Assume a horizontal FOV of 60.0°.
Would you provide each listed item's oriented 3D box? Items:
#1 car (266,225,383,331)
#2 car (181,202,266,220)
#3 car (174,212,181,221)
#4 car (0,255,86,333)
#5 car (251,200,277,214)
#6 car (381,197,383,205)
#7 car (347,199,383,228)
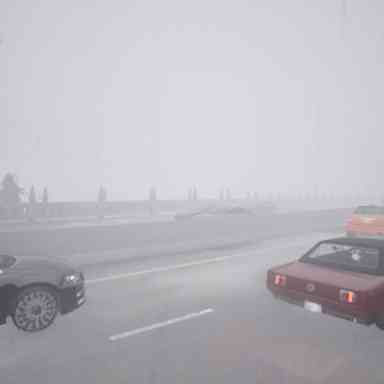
[{"bbox_3d":[3.721,1.616,6.915,4.718,1.301,1.895,0,0,-40],"label":"car"},{"bbox_3d":[1.935,1.562,19.465,4.892,1.490,1.837,0,0,-42],"label":"car"},{"bbox_3d":[0.963,1.549,23.303,5.008,1.535,1.882,0,0,-42],"label":"car"},{"bbox_3d":[-4.225,1.518,5.211,4.902,1.511,2.128,0,0,-36],"label":"car"},{"bbox_3d":[6.617,1.594,33.224,4.892,1.490,1.837,0,0,-42],"label":"car"},{"bbox_3d":[36.026,1.608,60.060,4.892,1.490,1.837,0,0,-43],"label":"car"},{"bbox_3d":[9.709,1.384,16.856,4.553,1.767,2.097,0,0,-42],"label":"car"}]
